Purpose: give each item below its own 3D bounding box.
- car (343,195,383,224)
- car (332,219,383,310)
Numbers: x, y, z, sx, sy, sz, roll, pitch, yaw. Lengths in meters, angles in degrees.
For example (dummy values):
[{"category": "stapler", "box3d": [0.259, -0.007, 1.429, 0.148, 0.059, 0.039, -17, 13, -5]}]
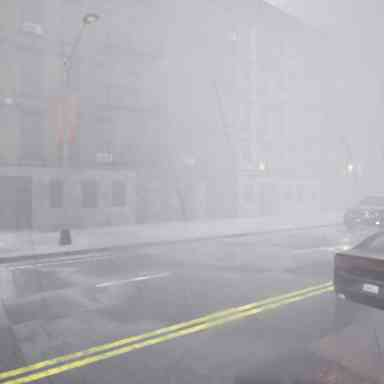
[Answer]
[{"category": "car", "box3d": [11.279, 1.182, 19.718, 5.566, 2.045, 2.150, 0, 0, -35]}, {"category": "car", "box3d": [5.013, 1.464, 7.018, 5.008, 1.535, 1.882, 0, 0, -36]}]
